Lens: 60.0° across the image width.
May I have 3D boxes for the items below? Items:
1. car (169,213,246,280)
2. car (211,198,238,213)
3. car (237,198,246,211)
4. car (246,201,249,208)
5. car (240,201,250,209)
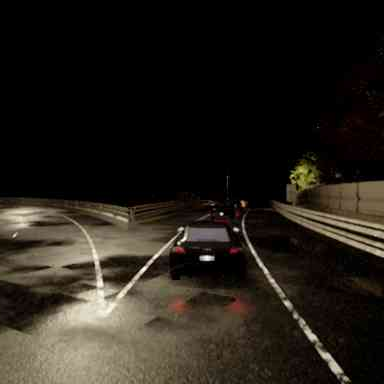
[{"bbox_3d":[0.494,1.571,10.047,1.994,1.385,4.181,0,0,4],"label":"car"},{"bbox_3d":[2.778,1.523,28.902,1.837,1.490,4.892,0,-1,10],"label":"car"},{"bbox_3d":[5.402,1.601,42.456,2.128,1.511,4.902,0,-1,11],"label":"car"},{"bbox_3d":[7.801,1.809,54.370,2.097,1.767,4.553,0,-2,12],"label":"car"},{"bbox_3d":[11.209,2.820,70.139,1.882,1.535,5.008,0,-4,13],"label":"car"}]
